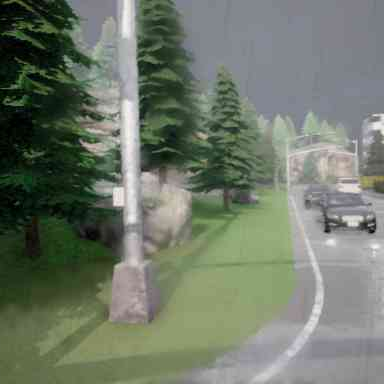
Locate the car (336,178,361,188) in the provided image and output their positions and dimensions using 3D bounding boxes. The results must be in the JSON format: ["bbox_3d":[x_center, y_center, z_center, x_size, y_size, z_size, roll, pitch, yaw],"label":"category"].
[{"bbox_3d":[15.955,-0.462,34.702,2.150,2.045,5.566,-1,2,14],"label":"car"}]

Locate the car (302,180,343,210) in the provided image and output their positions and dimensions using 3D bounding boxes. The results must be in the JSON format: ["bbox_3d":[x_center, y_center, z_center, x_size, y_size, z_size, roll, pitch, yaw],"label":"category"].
[{"bbox_3d":[9.074,0.241,23.768,2.097,1.767,4.553,-1,2,16],"label":"car"}]

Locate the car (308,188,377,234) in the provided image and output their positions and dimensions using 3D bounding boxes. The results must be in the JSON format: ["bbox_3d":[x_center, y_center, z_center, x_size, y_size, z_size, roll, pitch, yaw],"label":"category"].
[{"bbox_3d":[6.450,0.788,14.349,2.128,1.511,4.902,-1,2,16],"label":"car"}]
